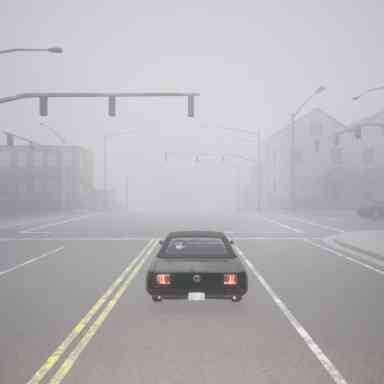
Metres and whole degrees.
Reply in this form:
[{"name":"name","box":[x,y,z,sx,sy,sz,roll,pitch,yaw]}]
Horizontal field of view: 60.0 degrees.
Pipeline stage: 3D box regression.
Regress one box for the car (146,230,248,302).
[{"name":"car","box":[0.106,1.601,8.234,1.895,1.301,4.718,0,0,0]}]

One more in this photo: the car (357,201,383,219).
[{"name":"car","box":[16.674,1.477,28.200,5.008,1.535,1.882,0,0,-1]}]
